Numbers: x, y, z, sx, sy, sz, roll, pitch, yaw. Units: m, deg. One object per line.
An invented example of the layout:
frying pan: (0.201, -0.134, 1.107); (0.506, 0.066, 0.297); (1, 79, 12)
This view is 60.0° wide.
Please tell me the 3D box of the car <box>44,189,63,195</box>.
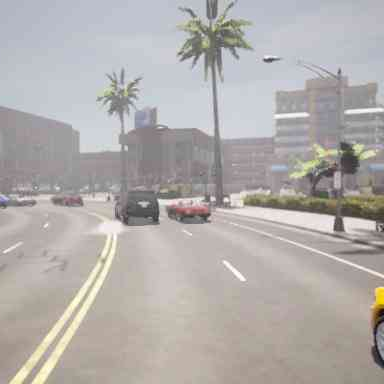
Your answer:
car: (-33.528, 0.044, 80.430); (4.193, 1.474, 1.816); (0, 1, 18)

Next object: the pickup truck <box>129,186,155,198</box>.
pickup truck: (-9.630, -0.053, 64.292); (2.390, 2.098, 6.274); (0, 1, 18)

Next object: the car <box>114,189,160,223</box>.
car: (-3.712, 0.869, 21.865); (2.150, 2.045, 5.566); (0, 1, -20)

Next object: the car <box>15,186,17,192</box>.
car: (-35.792, 0.032, 73.175); (4.553, 1.767, 2.185); (0, 1, 18)

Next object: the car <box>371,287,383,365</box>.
car: (3.322, 1.422, 2.330); (1.882, 1.535, 5.008); (0, 1, -2)

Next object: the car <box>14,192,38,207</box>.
car: (-19.548, 0.968, 37.969); (4.718, 1.301, 1.895); (1, 1, 40)

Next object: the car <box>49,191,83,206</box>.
car: (-14.609, 0.706, 38.633); (4.553, 1.767, 2.097); (1, 2, 43)

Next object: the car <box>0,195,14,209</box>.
car: (-20.614, 0.916, 34.263); (5.008, 1.535, 1.882); (0, 1, 41)

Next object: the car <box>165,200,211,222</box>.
car: (-0.398, 1.192, 22.339); (1.895, 1.301, 4.718); (-1, 1, -19)
